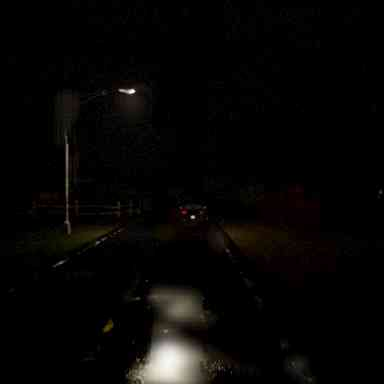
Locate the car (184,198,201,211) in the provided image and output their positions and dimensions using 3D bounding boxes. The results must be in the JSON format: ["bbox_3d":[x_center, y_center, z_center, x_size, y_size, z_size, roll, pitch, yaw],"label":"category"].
[{"bbox_3d":[0.049,1.540,41.305,1.994,1.385,4.181,0,0,0],"label":"car"}]

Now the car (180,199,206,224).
[{"bbox_3d":[0.071,1.503,24.251,1.812,1.442,4.674,0,0,0],"label":"car"}]
